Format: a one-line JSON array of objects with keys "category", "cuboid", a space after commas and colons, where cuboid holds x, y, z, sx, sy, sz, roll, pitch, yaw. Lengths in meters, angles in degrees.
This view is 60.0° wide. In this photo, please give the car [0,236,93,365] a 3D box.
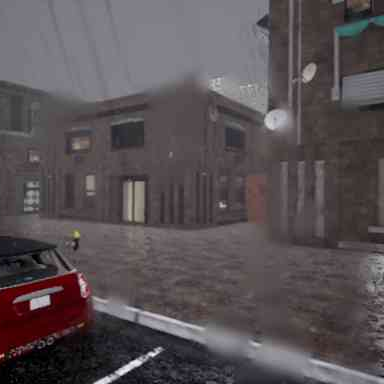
[{"category": "car", "cuboid": [-3.534, 1.446, 5.409, 4.097, 1.590, 1.967, 0, 1, 36]}]
